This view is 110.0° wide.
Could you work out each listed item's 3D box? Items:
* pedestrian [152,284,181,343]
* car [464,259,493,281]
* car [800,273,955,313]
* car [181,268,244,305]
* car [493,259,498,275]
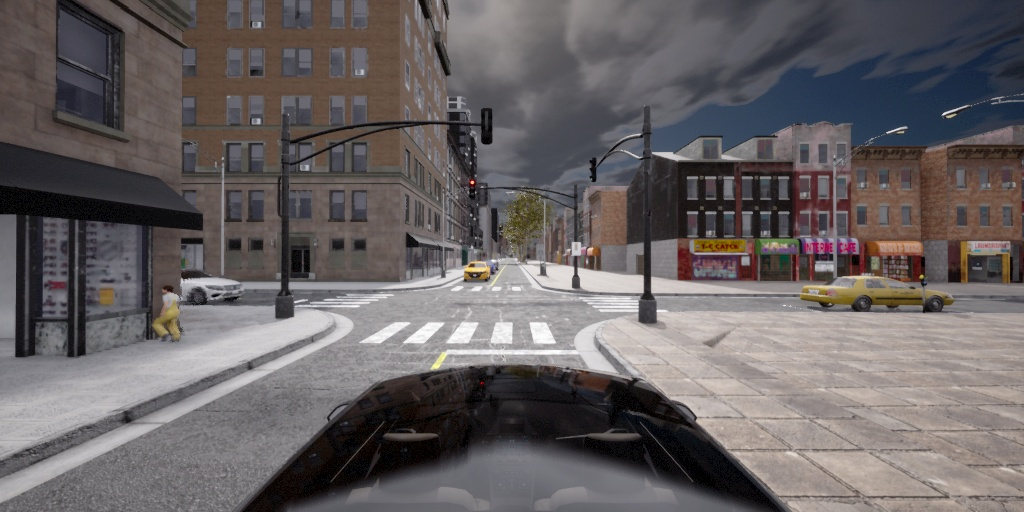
[{"bbox_3d":[-7.205,1.160,7.567,0.375,1.300,0.375,0,0,0],"label":"pedestrian"},{"bbox_3d":[-2.841,1.214,29.829,1.882,1.535,5.008,0,0,0],"label":"car"},{"bbox_3d":[13.884,1.346,13.735,4.829,1.417,1.751,0,0,0],"label":"car"},{"bbox_3d":[-13.615,1.199,14.588,4.674,1.442,1.812,0,0,-1],"label":"car"},{"bbox_3d":[-2.850,1.208,39.233,1.882,1.535,5.008,0,0,0],"label":"car"}]
